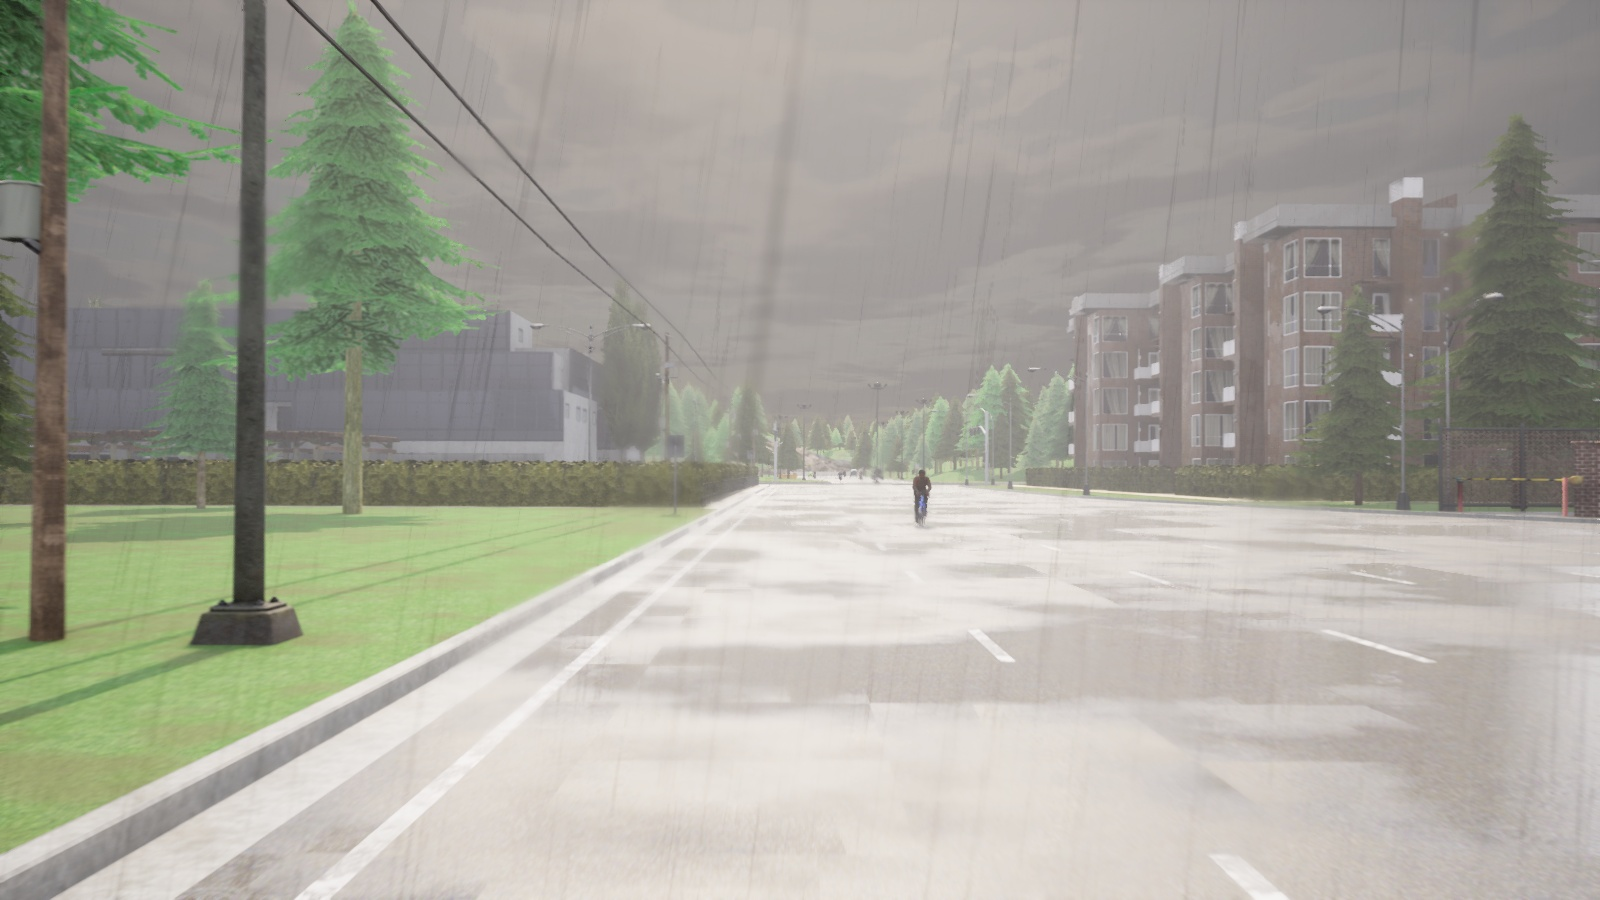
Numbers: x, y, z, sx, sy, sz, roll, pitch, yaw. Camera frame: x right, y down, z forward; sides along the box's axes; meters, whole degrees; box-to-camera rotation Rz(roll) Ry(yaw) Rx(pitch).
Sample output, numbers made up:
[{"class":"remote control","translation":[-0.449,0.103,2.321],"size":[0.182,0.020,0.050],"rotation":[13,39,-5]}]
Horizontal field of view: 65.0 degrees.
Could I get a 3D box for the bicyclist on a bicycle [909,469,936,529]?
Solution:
[{"class":"bicyclist on a bicycle","translation":[3.415,1.342,35.135],"size":[0.582,1.620,1.656],"rotation":[0,-1,0]}]
